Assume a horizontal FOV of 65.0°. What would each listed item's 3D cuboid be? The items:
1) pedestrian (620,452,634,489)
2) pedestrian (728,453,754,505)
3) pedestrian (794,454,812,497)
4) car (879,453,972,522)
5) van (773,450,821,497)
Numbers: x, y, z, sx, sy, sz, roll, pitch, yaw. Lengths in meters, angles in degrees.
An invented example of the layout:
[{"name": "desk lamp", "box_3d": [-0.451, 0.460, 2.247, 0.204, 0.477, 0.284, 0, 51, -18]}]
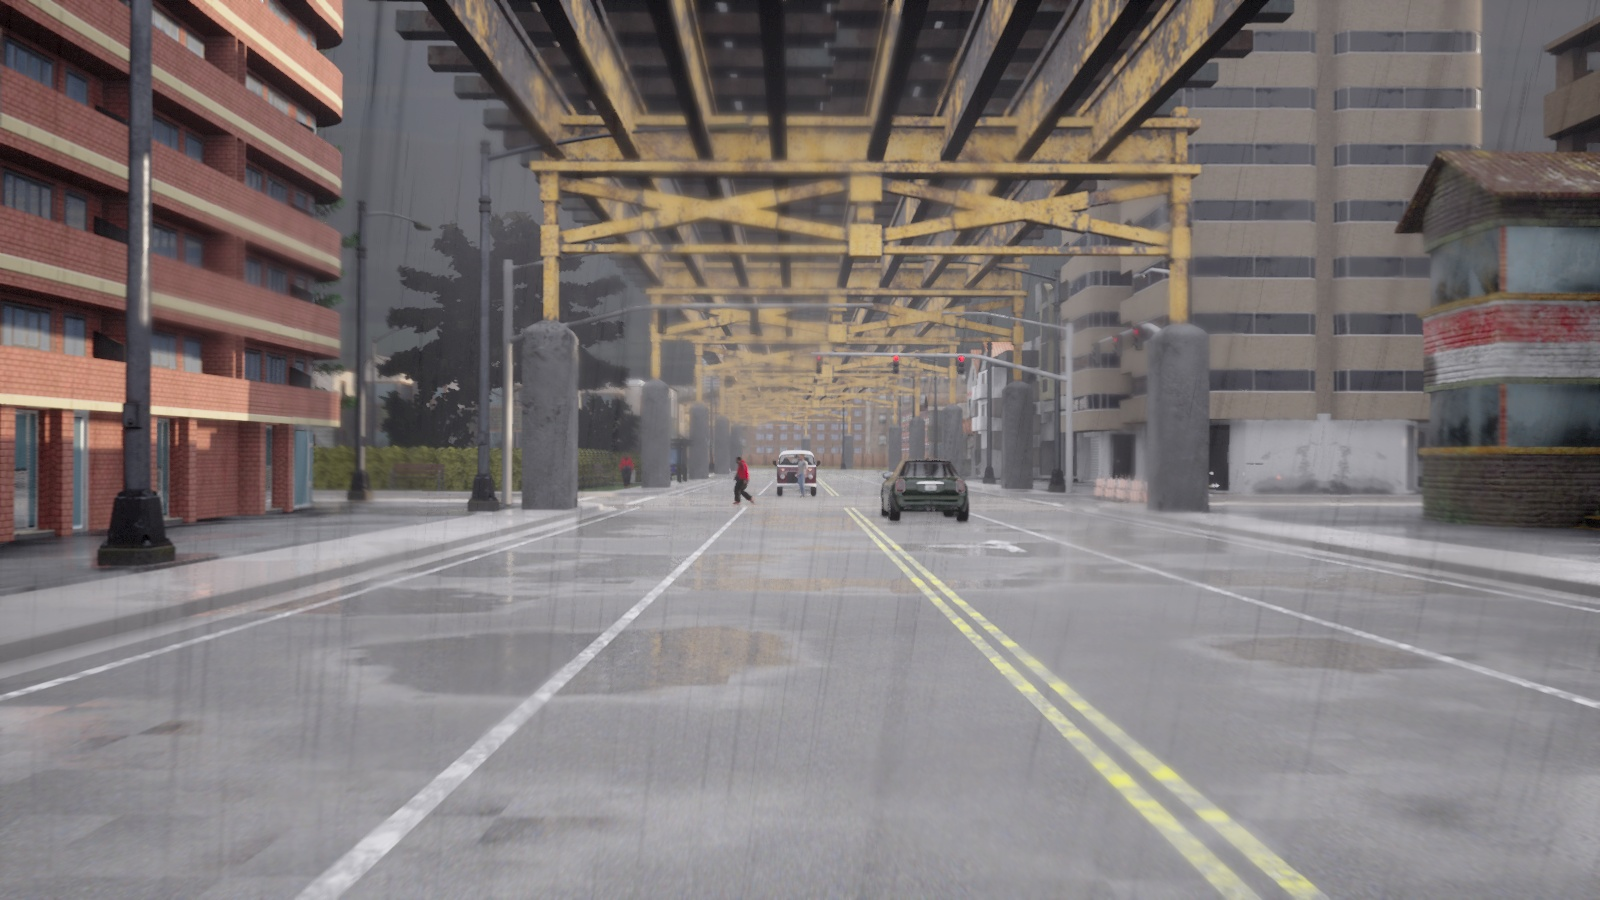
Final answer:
[{"name": "pedestrian", "box_3d": [-8.638, 1.033, 62.721, 0.634, 1.844, 0.899, 0, 0, -12]}, {"name": "pedestrian", "box_3d": [-2.082, 1.023, 44.567, 0.899, 1.844, 0.634, 0, 0, -2]}, {"name": "pedestrian", "box_3d": [0.131, 1.068, 53.214, 0.706, 1.836, 0.354, 0, 0, -32]}, {"name": "car", "box_3d": [3.410, 0.992, 34.987, 2.097, 1.767, 4.553, 0, 0, 0]}, {"name": "van", "box_3d": [-0.147, 1.018, 56.827, 2.069, 2.038, 4.480, 0, 0, 0]}]
